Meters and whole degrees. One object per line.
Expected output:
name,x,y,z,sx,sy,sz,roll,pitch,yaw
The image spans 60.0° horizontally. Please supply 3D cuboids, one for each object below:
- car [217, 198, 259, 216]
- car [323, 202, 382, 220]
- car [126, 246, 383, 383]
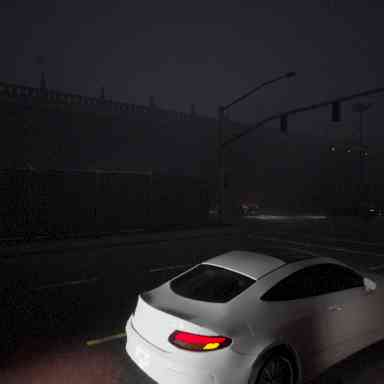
car,4.633,1.407,33.976,2.097,1.767,4.553,0,0,-36
car,13.413,1.559,28.035,1.812,1.442,4.674,0,-1,-35
car,1.378,1.526,4.766,4.674,1.442,1.812,0,0,-35
